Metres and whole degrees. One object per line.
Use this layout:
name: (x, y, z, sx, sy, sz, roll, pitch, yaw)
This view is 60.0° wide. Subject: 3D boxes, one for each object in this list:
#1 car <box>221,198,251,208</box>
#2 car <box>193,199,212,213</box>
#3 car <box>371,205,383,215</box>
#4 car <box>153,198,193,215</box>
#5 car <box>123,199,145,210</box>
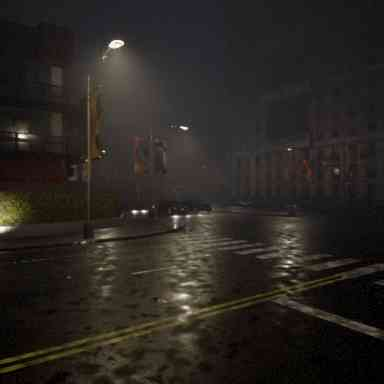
car: (6.296, 1.601, 48.792, 1.895, 1.301, 4.718, 0, 0, -35)
car: (0.206, 1.478, 37.142, 1.882, 1.535, 5.008, 0, 0, -35)
car: (20.368, 1.601, 32.742, 4.718, 1.301, 1.895, 0, 0, 14)
car: (-2.318, 1.505, 34.641, 1.837, 1.490, 4.892, 0, 0, -35)
car: (-7.590, 1.564, 42.230, 1.994, 1.385, 4.181, 0, 0, -35)
